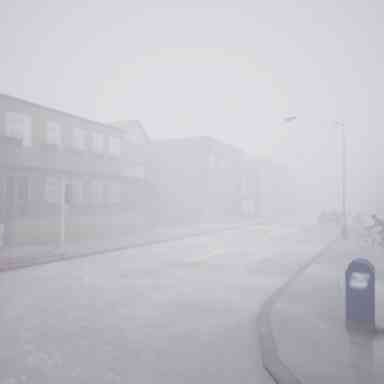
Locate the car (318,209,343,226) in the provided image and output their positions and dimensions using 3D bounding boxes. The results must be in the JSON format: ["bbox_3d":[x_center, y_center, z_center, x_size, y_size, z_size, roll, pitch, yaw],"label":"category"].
[{"bbox_3d":[14.166,2.587,34.230,2.128,1.511,4.902,0,-2,29],"label":"car"}]

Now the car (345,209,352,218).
[{"bbox_3d":[23.620,3.265,51.436,1.895,1.301,4.718,0,-2,29],"label":"car"}]

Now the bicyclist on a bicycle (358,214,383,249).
[{"bbox_3d":[8.582,1.857,15.356,1.656,1.620,0.582,-1,-2,29],"label":"bicyclist on a bicycle"}]
